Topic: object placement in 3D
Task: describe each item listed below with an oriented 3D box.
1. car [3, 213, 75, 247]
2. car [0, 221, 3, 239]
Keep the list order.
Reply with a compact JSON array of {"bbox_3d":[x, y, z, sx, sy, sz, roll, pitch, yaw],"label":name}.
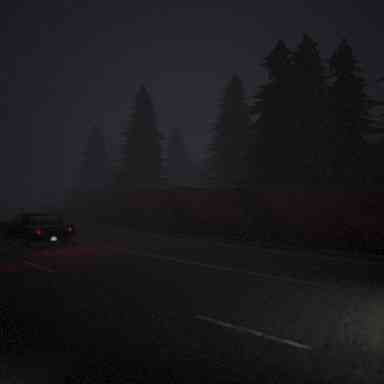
[{"bbox_3d":[-7.269,1.632,15.325,1.895,1.301,4.718,0,0,-45],"label":"car"},{"bbox_3d":[-8.447,1.588,11.629,4.181,1.385,1.994,0,0,45],"label":"car"}]
